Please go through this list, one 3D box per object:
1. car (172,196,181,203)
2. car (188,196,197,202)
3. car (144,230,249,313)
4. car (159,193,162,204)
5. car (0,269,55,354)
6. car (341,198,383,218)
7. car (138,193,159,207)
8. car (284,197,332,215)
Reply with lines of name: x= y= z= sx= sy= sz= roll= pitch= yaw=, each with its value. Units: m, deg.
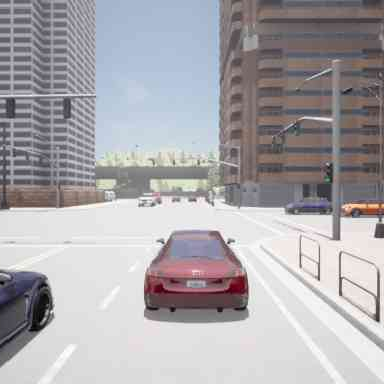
car: x=-3.356 y=1.542 z=71.955 sx=2.033 sy=1.411 sz=5.357 roll=0 pitch=0 yaw=0
car: x=0.114 y=1.525 z=73.412 sx=2.128 sy=1.511 sz=4.902 roll=0 pitch=0 yaw=0
car: x=0.092 y=1.564 z=7.775 sx=1.994 sy=1.385 sz=4.181 roll=0 pitch=0 yaw=0
car: x=-6.963 y=1.220 z=62.592 sx=2.150 sy=2.045 sz=5.566 roll=0 pitch=0 yaw=1
car: x=-3.434 y=1.564 z=4.207 sx=1.994 sy=1.385 sz=4.181 roll=0 pitch=0 yaw=1
car: x=15.563 y=1.352 z=29.616 sx=4.553 sy=1.767 sz=2.097 roll=0 pitch=0 yaw=1
car: x=-7.014 y=1.221 z=52.173 sx=2.150 sy=2.045 sz=5.566 roll=0 pitch=0 yaw=0
car: x=11.593 y=1.352 z=33.203 sx=4.553 sy=1.767 sz=2.097 roll=0 pitch=0 yaw=2
